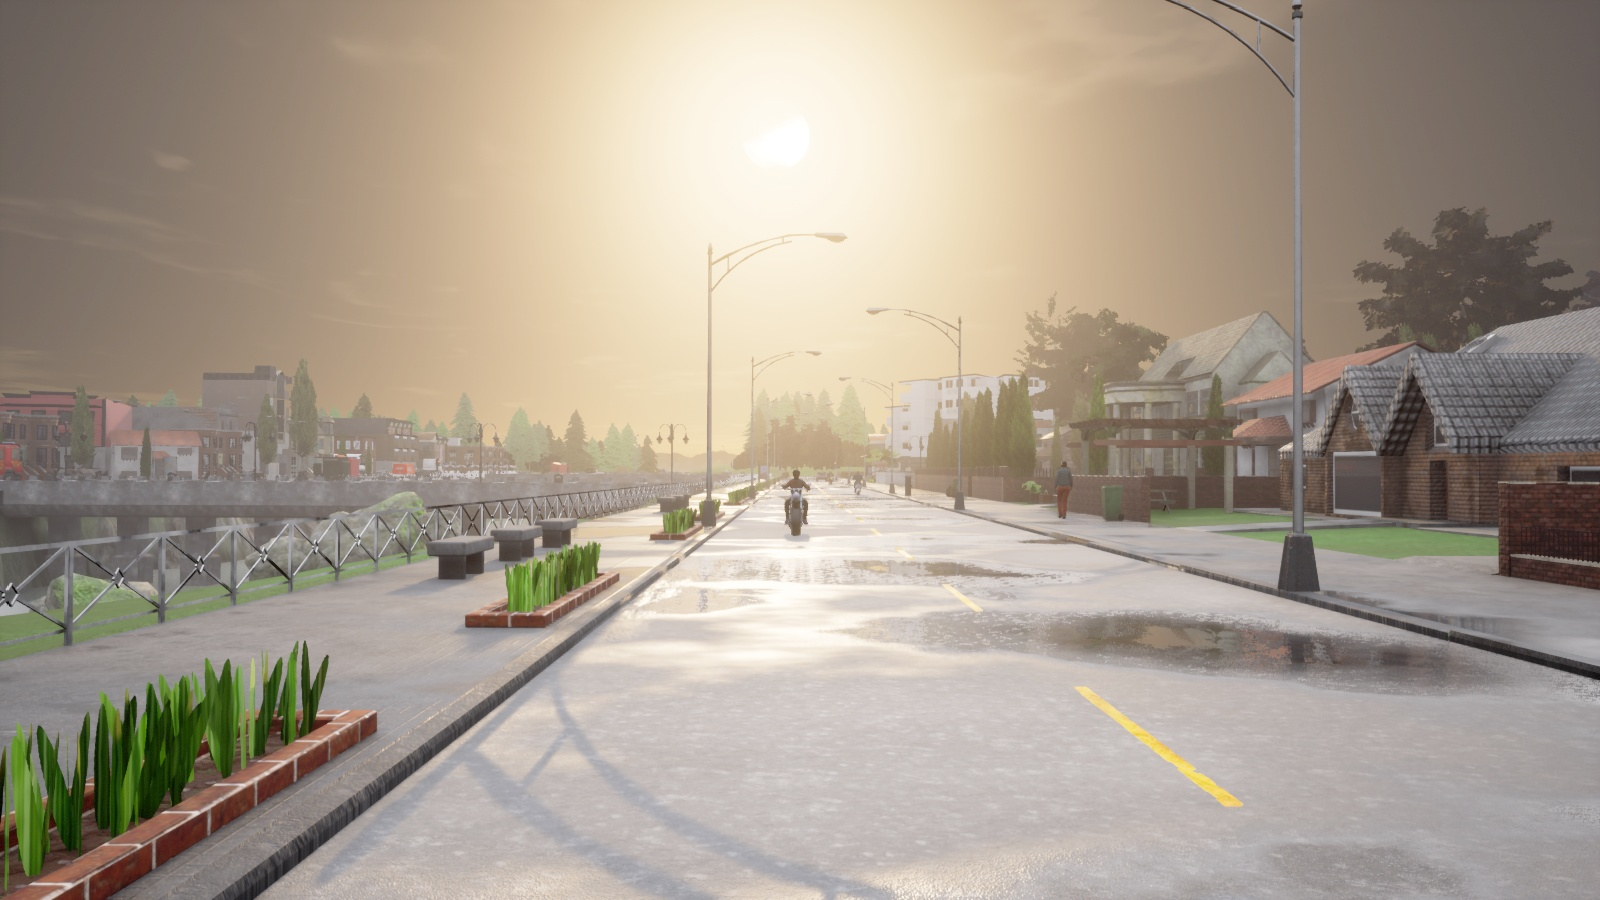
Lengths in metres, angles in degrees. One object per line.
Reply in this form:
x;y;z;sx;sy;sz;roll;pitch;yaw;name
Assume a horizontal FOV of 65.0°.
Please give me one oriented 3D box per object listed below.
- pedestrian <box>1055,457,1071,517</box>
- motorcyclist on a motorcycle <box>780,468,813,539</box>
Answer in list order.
8.179;1.147;39.122;0.353;1.847;0.614;0;-1;-1;pedestrian
-0.082;1.280;30.744;0.766;1.649;2.350;0;-1;0;motorcyclist on a motorcycle
